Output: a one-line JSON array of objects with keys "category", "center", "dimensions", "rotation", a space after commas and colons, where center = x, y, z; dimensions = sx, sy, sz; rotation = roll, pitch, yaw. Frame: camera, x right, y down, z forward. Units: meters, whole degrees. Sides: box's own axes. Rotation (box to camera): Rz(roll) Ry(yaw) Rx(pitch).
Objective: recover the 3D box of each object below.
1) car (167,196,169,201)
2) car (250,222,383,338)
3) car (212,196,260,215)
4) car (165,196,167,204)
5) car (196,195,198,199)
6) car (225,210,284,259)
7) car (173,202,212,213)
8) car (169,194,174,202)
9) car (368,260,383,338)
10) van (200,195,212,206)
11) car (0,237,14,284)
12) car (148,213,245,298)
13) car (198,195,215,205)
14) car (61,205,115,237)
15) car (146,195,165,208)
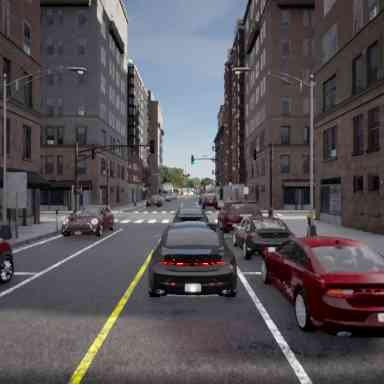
[{"category": "car", "center": [-5.825, 1.610, 61.569], "dimensions": [2.008, 1.369, 4.403], "rotation": [0, 0, 0]}, {"category": "car", "center": [2.596, 1.551, 6.694], "dimensions": [1.887, 1.381, 4.507], "rotation": [0, 0, 0]}, {"category": "car", "center": [2.519, 1.333, 18.058], "dimensions": [2.192, 1.841, 5.009], "rotation": [0, 0, 0]}, {"category": "car", "center": [-5.790, 1.620, 56.065], "dimensions": [1.947, 1.339, 4.313], "rotation": [0, 0, 0]}, {"category": "car", "center": [2.276, 1.373, 61.625], "dimensions": [2.192, 1.841, 5.009], "rotation": [0, 0, 0]}, {"category": "car", "center": [2.558, 1.563, 12.376], "dimensions": [2.008, 1.369, 4.403], "rotation": [0, 0, 0]}, {"category": "car", "center": [-0.053, 1.524, 18.088], "dimensions": [1.837, 1.490, 4.892], "rotation": [0, 0, 0]}, {"category": "car", "center": [-5.930, 1.618, 78.080], "dimensions": [1.887, 1.381, 4.507], "rotation": [0, 0, 0]}, {"category": "car", "center": [2.634, 1.441, 1.012], "dimensions": [1.967, 1.590, 4.097], "rotation": [0, 0, 0]}, {"category": "van", "center": [2.317, 1.395, 56.121], "dimensions": [1.690, 1.788, 3.998], "rotation": [0, 0, 0]}, {"category": "car", "center": [-5.429, 1.447, 6.639], "dimensions": [1.967, 1.590, 4.097], "rotation": [0, 0, 0]}, {"category": "car", "center": [0.015, 1.514, 8.545], "dimensions": [1.837, 1.490, 4.892], "rotation": [0, 0, 0]}, {"category": "car", "center": [2.400, 1.359, 45.114], "dimensions": [2.192, 1.841, 5.009], "rotation": [0, 0, 0]}, {"category": "car", "center": [-5.506, 1.458, 18.003], "dimensions": [1.967, 1.590, 4.097], "rotation": [0, 0, 0]}, {"category": "car", "center": [-5.756, 1.364, 50.562], "dimensions": [2.192, 1.841, 5.009], "rotation": [0, 0, 0]}]
